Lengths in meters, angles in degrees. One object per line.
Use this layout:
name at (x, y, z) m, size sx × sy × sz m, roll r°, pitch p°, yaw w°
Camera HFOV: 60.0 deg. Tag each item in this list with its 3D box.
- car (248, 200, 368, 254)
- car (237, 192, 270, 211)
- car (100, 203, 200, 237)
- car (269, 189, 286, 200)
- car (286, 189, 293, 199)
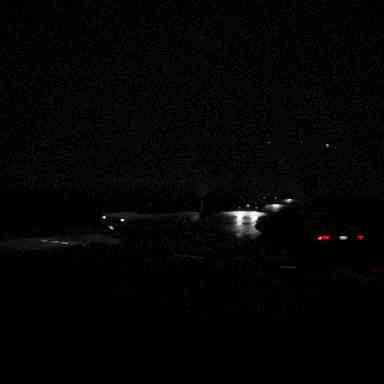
car at (4.137, 1.322, 12.549) m, size 2.033 × 1.411 × 5.357 m, roll 1°, pitch 2°, yaw -10°
car at (5.357, 0.947, 29.373) m, size 1.994 × 1.385 × 4.181 m, roll 1°, pitch 1°, yaw 21°
car at (-1.883, 1.211, 15.831) m, size 1.895 × 1.301 × 4.718 m, roll 2°, pitch 2°, yaw 45°
car at (10.209, 0.637, 41.870) m, size 1.882 × 1.535 × 5.008 m, roll 1°, pitch 1°, yaw 21°
car at (15.922, 0.259, 56.451) m, size 2.097 × 1.767 × 4.553 m, roll 1°, pitch 1°, yaw 21°
